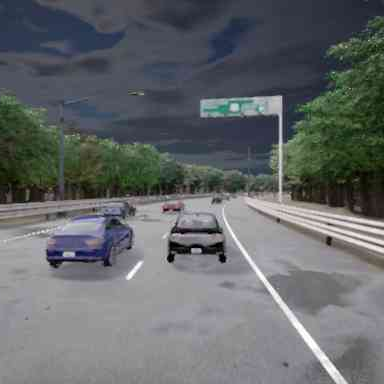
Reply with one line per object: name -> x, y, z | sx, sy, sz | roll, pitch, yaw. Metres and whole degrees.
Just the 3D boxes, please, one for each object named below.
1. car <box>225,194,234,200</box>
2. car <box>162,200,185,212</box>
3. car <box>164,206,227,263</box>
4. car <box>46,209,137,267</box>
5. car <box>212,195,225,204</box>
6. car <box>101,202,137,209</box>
car -> 8.957, 1.413, 86.943 | 2.128, 1.511, 4.902 | 0, 0, 12
car -> -1.901, 1.559, 36.087 | 1.895, 1.301, 4.718 | 0, 0, 5
car -> 0.202, 1.483, 12.015 | 2.128, 1.511, 4.902 | 0, 0, 2
car -> -3.228, 1.508, 11.225 | 1.812, 1.442, 4.674 | 0, 0, 2
car -> 4.880, 1.439, 63.817 | 1.837, 1.490, 4.892 | 0, 0, 8
car -> -6.055, 1.502, 27.917 | 2.033, 1.411, 5.357 | 0, 0, 4
